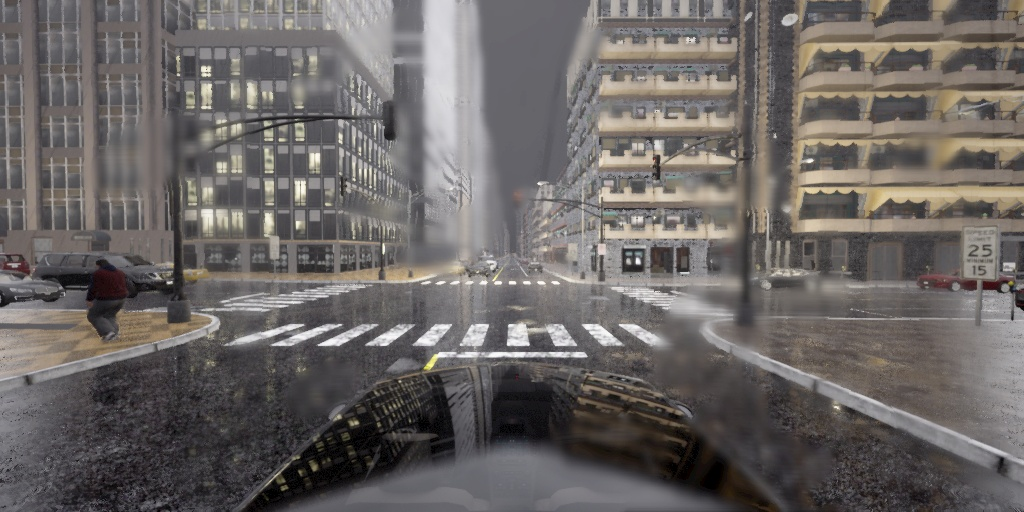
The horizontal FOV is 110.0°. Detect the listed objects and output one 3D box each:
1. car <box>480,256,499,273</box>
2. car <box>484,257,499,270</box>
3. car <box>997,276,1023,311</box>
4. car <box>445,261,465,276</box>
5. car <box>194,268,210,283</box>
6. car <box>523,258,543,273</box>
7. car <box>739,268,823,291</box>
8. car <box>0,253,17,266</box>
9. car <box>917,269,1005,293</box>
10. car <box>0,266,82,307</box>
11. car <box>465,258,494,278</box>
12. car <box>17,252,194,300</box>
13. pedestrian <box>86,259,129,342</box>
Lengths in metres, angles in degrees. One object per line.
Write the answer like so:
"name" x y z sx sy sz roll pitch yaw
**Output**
"car" -3.096 0.959 44.398 2.150 2.045 5.566 0 0 0
"car" -3.087 1.086 54.541 2.097 1.767 4.553 0 0 0
"car" 21.716 1.576 13.390 4.313 1.339 1.948 0 0 1
"car" -5.691 1.264 36.493 1.751 1.417 4.829 0 0 0
"car" -21.666 1.028 22.345 4.829 1.417 1.751 0 0 1
"car" 2.690 1.288 42.317 2.007 1.370 4.403 0 0 0
"car" 16.309 1.375 21.847 4.403 1.370 2.007 0 0 1
"car" -33.613 0.711 22.549 5.009 1.841 2.192 0 0 1
"car" 27.375 1.461 21.691 4.507 1.381 1.888 0 0 1
"car" -20.286 1.204 14.011 4.403 1.370 2.007 0 0 1
"car" -3.095 1.244 34.698 1.837 1.490 4.892 0 0 0
"car" -18.482 0.847 16.531 5.566 2.045 2.150 1 1 1
"pedestrian" -8.622 0.891 7.629 0.375 1.860 0.375 -1 1 0
